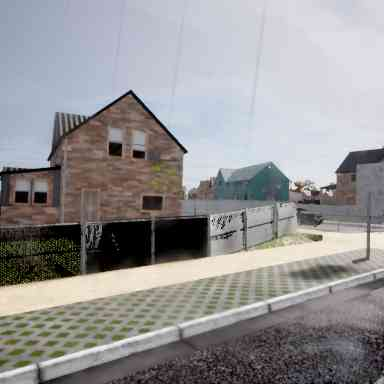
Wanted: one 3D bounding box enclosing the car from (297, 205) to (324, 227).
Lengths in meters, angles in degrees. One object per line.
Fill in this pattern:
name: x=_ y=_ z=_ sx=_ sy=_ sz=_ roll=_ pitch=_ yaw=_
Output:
car: x=7.248 y=1.676 z=24.194 sx=1.837 sy=1.490 sz=4.892 roll=3 pitch=-2 yaw=-28
